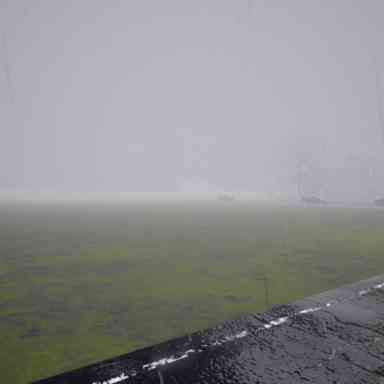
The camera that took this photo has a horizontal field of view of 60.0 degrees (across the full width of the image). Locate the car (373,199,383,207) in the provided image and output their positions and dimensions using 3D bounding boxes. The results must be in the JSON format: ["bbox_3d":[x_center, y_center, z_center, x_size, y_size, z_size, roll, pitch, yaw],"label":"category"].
[{"bbox_3d":[27.471,1.272,45.692,2.097,1.767,4.553,0,0,-35],"label":"car"}]

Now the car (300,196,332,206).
[{"bbox_3d":[19.331,1.405,52.009,1.837,1.490,4.892,0,1,-36],"label":"car"}]

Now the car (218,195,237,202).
[{"bbox_3d":[7.321,1.345,68.881,2.128,1.511,4.902,0,0,-36],"label":"car"}]
